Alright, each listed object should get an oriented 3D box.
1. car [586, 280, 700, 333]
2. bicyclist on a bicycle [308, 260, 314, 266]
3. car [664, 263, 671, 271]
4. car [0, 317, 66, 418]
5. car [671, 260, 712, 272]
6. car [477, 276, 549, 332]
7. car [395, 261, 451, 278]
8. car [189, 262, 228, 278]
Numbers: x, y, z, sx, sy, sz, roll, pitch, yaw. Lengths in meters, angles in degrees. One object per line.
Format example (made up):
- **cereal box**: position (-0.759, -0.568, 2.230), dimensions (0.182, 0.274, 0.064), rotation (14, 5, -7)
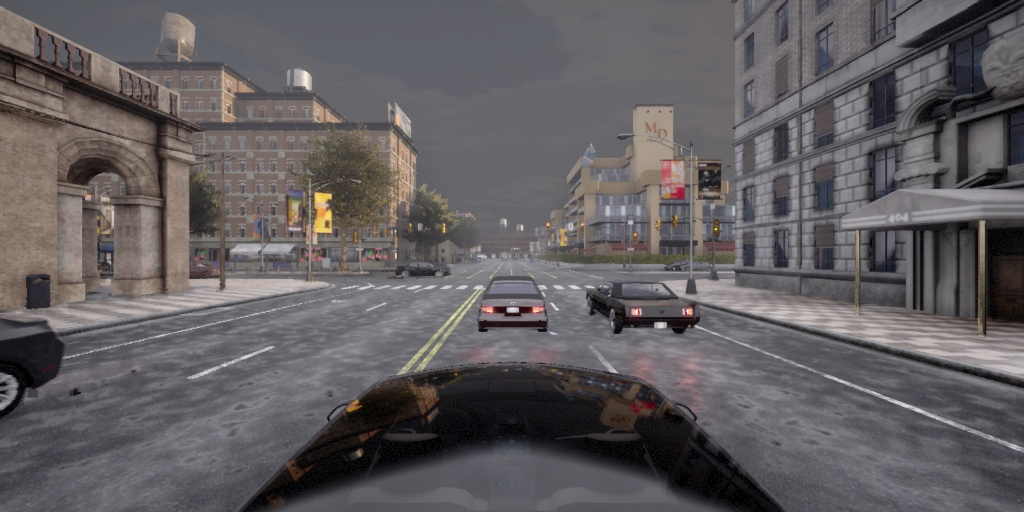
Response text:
- **car**: position (3.520, 1.351, 10.703), dimensions (1.895, 1.301, 4.718), rotation (0, 0, 0)
- **bicyclist on a bicycle**: position (-31.369, 1.050, 55.916), dimensions (0.582, 1.620, 1.656), rotation (0, 0, 0)
- **car**: position (23.004, 1.242, 48.255), dimensions (4.902, 1.511, 2.128), rotation (0, 0, 0)
- **car**: position (-7.107, 1.254, 2.849), dimensions (1.837, 1.490, 4.892), rotation (0, 0, 0)
- **car**: position (22.709, 1.314, 44.758), dimensions (4.181, 1.385, 1.994), rotation (0, 0, 0)
- **car**: position (0.019, 1.297, 10.821), dimensions (2.033, 1.411, 5.357), rotation (0, 0, 0)
- **car**: position (-8.159, 1.227, 32.991), dimensions (5.008, 1.535, 1.882), rotation (0, 0, 0)
- **car**: position (-28.869, 1.275, 32.941), dimensions (4.674, 1.442, 1.812), rotation (0, 0, 0)
